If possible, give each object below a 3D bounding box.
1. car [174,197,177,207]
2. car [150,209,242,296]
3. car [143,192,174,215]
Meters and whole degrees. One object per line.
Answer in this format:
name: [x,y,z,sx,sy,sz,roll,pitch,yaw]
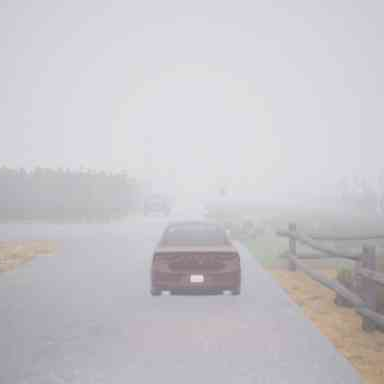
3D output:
car: [-3.140,1.357,46.419,1.895,1.301,4.718,0,0,0]
car: [0.043,1.432,8.591,1.882,1.535,5.008,0,0,-1]
car: [-3.175,1.056,31.345,2.150,2.045,5.566,0,0,0]
